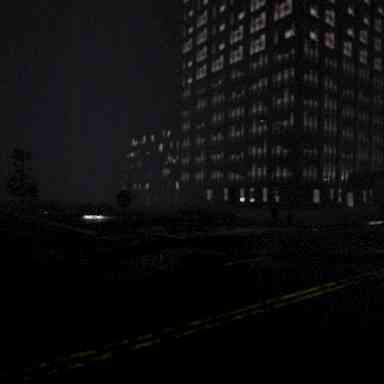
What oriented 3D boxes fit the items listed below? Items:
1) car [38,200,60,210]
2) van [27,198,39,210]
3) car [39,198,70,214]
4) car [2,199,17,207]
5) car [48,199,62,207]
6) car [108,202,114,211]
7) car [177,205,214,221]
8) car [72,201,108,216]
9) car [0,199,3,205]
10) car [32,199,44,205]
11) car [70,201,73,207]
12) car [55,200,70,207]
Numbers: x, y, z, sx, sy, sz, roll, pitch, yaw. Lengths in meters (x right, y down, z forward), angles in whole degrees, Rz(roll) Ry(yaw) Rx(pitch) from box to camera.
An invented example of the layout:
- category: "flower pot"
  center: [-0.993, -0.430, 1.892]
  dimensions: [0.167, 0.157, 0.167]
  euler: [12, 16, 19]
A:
- category: "car"
  center: [-23.025, 2.050, 53.363]
  dimensions: [2.128, 1.511, 4.902]
  euler: [1, -1, -36]
- category: "van"
  center: [-23.218, 1.799, 49.051]
  dimensions: [1.690, 1.788, 3.998]
  euler: [1, -1, -36]
- category: "car"
  center: [-16.569, 1.787, 39.935]
  dimensions: [1.967, 1.590, 4.097]
  euler: [1, -1, -36]
- category: "car"
  center: [-36.516, 2.260, 67.278]
  dimensions: [1.802, 1.307, 4.206]
  euler: [1, -1, -36]
- category: "car"
  center: [-29.744, 2.288, 72.215]
  dimensions: [1.967, 1.590, 4.097]
  euler: [1, -1, -36]
- category: "car"
  center: [-13.119, 2.137, 49.421]
  dimensions: [1.947, 1.339, 4.313]
  euler: [1, -1, -36]
- category: "car"
  center: [0.285, 1.900, 31.265]
  dimensions: [2.008, 1.369, 4.403]
  euler: [1, -1, -36]
- category: "car"
  center: [-11.565, 1.914, 37.486]
  dimensions: [1.994, 1.385, 4.181]
  euler: [1, -1, -36]
- category: "car"
  center: [-43.165, 2.354, 76.392]
  dimensions: [1.947, 1.339, 4.313]
  euler: [1, -1, -36]
- category: "car"
  center: [-39.721, 2.578, 85.890]
  dimensions: [1.947, 1.339, 4.313]
  euler: [1, -1, -36]
- category: "car"
  center: [-23.094, 2.303, 63.097]
  dimensions: [1.947, 1.339, 4.313]
  euler: [1, -1, -36]
- category: "car"
  center: [-26.420, 2.374, 67.655]
  dimensions: [1.802, 1.307, 4.206]
  euler: [1, -1, -36]
